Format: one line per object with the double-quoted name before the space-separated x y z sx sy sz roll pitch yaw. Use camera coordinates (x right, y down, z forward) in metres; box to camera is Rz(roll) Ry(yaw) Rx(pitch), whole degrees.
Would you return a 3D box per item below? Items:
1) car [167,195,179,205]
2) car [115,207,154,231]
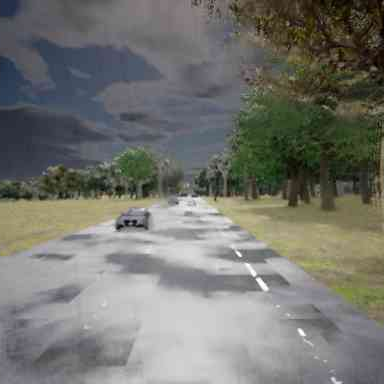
"car" -3.530 1.447 62.107 2.097 1.767 4.553 0 0 1
"car" -3.597 1.669 21.455 1.994 1.385 4.181 0 0 0
